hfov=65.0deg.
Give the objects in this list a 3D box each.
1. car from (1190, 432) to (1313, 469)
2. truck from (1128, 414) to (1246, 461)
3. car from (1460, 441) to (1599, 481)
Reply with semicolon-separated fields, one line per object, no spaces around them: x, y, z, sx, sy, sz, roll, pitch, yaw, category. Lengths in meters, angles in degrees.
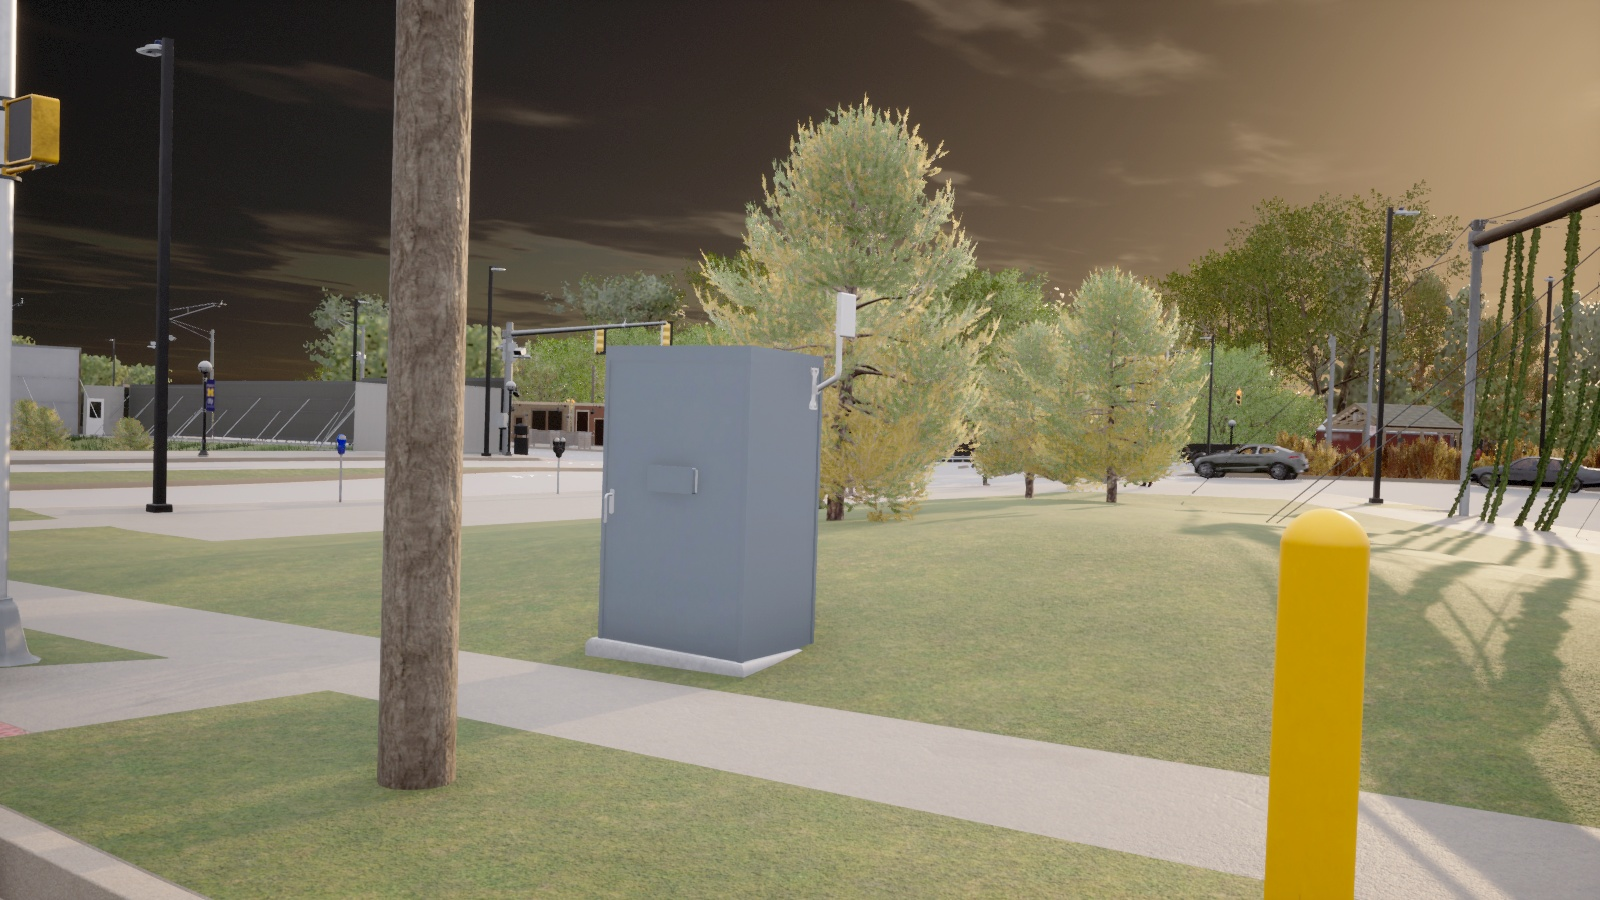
21.044;0.020;58.599;5.027;1.651;2.152;0;1;35;car
29.140;-0.920;94.736;7.936;3.462;2.891;0;1;35;truck
30.548;0.423;52.077;5.357;1.411;2.033;2;3;34;car
